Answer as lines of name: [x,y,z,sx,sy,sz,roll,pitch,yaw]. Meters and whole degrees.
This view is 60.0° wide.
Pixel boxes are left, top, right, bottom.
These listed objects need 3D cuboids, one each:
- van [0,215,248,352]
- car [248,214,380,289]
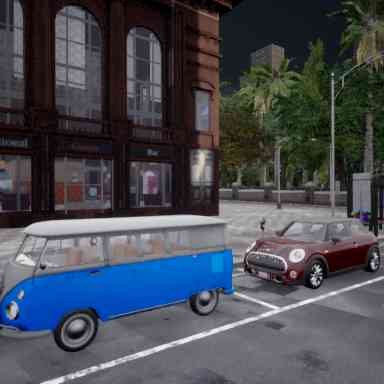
van: [-1.103,1.341,5.874,3.998,1.788,1.690,0,0,-36]
car: [3.298,1.438,9.048,4.097,1.590,1.967,0,0,-36]
